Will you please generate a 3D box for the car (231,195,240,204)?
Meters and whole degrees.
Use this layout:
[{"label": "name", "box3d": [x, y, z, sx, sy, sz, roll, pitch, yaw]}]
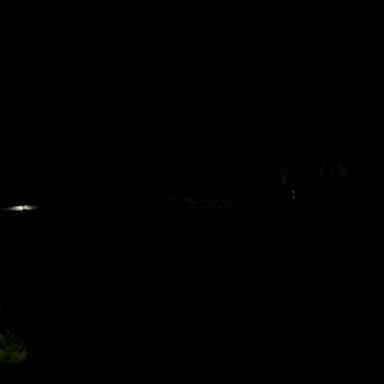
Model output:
[{"label": "car", "box3d": [7.590, 1.101, 49.391, 1.812, 1.442, 4.674, 0, -2, 44]}]
